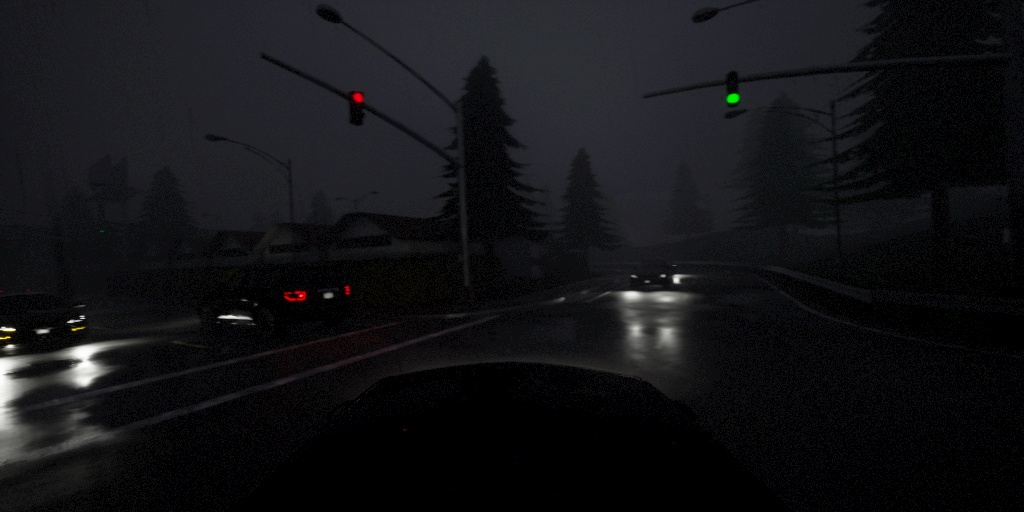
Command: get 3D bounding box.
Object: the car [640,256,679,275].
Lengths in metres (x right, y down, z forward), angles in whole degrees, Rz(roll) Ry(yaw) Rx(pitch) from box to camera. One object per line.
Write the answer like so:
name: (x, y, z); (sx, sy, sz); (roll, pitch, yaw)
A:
car: (12.373, 0.756, 30.464); (1.812, 1.442, 4.674); (-2, 0, 6)

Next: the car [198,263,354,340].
car: (-7.516, 1.303, 11.342); (5.566, 2.045, 2.150); (-2, 0, 28)

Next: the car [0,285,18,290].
car: (-25.135, 2.311, 16.594); (5.008, 1.535, 1.882); (-2, 0, 29)

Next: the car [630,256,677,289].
car: (7.799, 0.946, 19.805); (1.812, 1.442, 4.674); (-2, 0, 29)

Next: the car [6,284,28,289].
car: (-42.444, 3.077, 30.322); (4.181, 1.385, 1.994); (-2, -1, 29)

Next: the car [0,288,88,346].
car: (-14.949, 1.903, 10.975); (4.892, 1.490, 1.837); (-2, 0, 29)
